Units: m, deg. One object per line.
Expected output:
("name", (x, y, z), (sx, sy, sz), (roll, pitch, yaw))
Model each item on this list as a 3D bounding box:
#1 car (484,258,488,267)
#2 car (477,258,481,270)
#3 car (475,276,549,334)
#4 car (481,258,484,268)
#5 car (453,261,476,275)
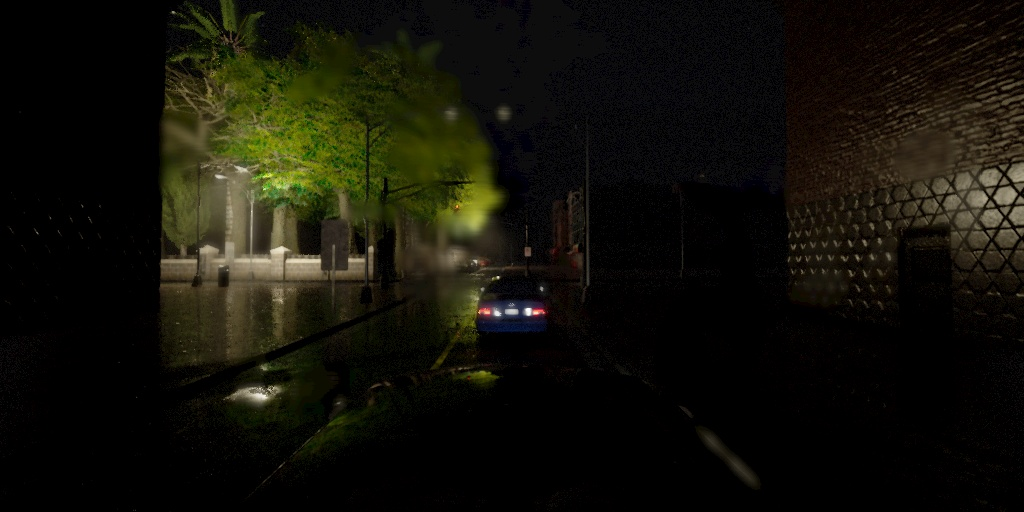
("car", (-5.638, 1.386, 63.340), (1.802, 1.307, 4.207), (0, 0, 0))
("car", (-5.520, 1.322, 46.991), (2.007, 1.370, 4.403), (0, 0, 0))
("car", (0.026, 1.297, 10.531), (2.033, 1.411, 5.357), (0, 0, 1))
("car", (-5.560, 1.346, 52.441), (1.948, 1.339, 4.313), (0, 0, 0))
("car", (-5.496, 1.314, 39.855), (2.007, 1.370, 4.403), (0, 0, 0))
